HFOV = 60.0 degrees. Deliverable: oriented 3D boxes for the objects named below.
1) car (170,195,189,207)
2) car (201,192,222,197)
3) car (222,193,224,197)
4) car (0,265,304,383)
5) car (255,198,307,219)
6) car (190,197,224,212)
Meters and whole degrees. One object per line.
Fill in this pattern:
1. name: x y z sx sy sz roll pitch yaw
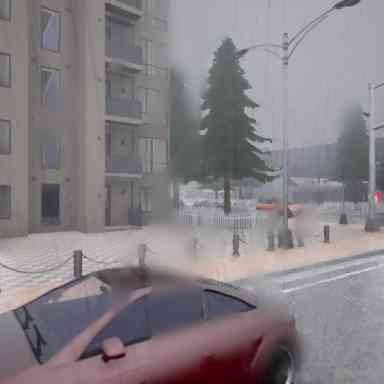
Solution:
1. car: -3.253 1.563 50.387 2.033 1.411 5.357 0 0 -37
2. car: 5.388 1.113 92.669 1.932 1.855 4.605 0 0 -37
3. car: 7.475 1.092 94.733 1.905 1.878 3.866 0 0 -37
4. car: -0.766 1.564 3.445 4.181 1.385 1.994 0 0 -35
5. car: 7.872 1.367 29.600 2.097 1.767 4.553 0 0 -37
6. car: 1.828 1.579 37.589 1.994 1.385 4.181 0 0 -37
